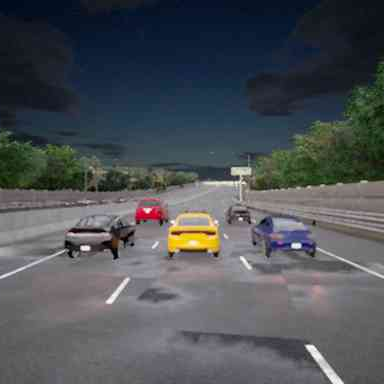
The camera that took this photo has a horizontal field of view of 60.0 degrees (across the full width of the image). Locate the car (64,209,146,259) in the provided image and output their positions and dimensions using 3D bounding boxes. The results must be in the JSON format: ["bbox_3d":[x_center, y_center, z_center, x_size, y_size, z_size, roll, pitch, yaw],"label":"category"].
[{"bbox_3d":[-3.418,1.638,13.243,2.128,1.511,4.902,0,-1,1],"label":"car"}]

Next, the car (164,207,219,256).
[{"bbox_3d":[0.099,1.632,13.955,1.882,1.535,5.008,0,0,1],"label":"car"}]

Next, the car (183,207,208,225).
[{"bbox_3d":[0.318,1.945,27.840,1.895,1.301,4.718,0,-1,2],"label":"car"}]

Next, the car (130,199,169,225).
[{"bbox_3d":[-3.206,1.559,27.234,2.150,2.045,5.566,0,0,2],"label":"car"}]

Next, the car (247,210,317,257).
[{"bbox_3d":[3.591,1.676,13.577,1.812,1.442,4.674,0,0,1],"label":"car"}]

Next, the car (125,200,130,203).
[{"bbox_3d":[-12.212,2.374,66.469,1.837,1.490,4.892,0,0,3],"label":"car"}]

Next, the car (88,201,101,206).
[{"bbox_3d":[-19.207,2.412,66.723,2.033,1.411,5.357,0,-1,3],"label":"car"}]

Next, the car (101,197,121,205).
[{"bbox_3d":[-15.713,2.096,66.512,2.150,2.045,5.566,0,-1,3],"label":"car"}]

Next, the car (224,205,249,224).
[{"bbox_3d":[3.829,1.855,28.026,1.837,1.490,4.892,0,0,2],"label":"car"}]
